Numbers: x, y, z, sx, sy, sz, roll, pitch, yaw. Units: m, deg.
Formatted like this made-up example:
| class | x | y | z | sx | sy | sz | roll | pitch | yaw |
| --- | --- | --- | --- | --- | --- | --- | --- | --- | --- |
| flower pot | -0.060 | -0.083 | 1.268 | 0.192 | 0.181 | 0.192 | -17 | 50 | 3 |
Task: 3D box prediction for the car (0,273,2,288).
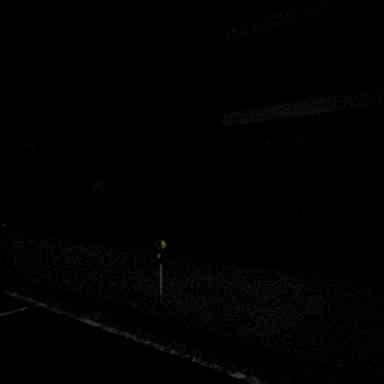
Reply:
| class | x | y | z | sx | sy | sz | roll | pitch | yaw |
| --- | --- | --- | --- | --- | --- | --- | --- | --- | --- |
| car | -6.073 | 1.440 | 7.412 | 4.097 | 1.590 | 1.967 | 0 | 0 | 36 |
